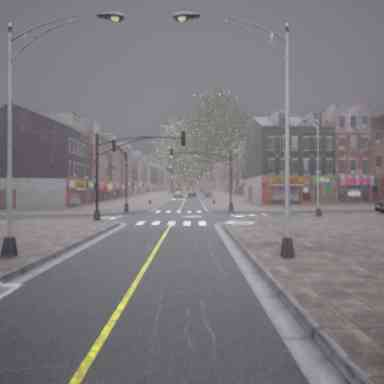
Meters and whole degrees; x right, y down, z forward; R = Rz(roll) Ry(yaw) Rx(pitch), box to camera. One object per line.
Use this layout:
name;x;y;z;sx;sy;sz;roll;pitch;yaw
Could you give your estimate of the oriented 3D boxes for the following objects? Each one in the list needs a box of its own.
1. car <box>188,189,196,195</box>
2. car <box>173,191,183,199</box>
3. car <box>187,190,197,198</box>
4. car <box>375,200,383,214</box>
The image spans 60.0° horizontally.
car;-0.001;0.075;82.052;1.994;1.385;4.181;0;1;0
car;-2.762;0.595;66.486;1.812;1.442;4.674;0;1;0
car;-0.001;0.411;71.631;1.882;1.535;5.008;0;1;0
car;17.201;1.133;27.051;4.313;1.339;1.947;-1;1;0
